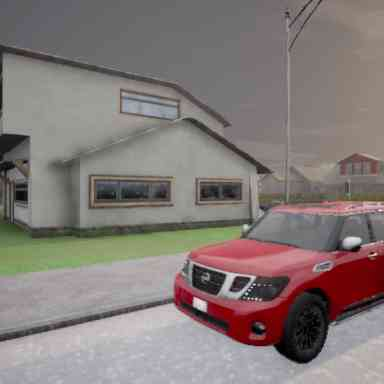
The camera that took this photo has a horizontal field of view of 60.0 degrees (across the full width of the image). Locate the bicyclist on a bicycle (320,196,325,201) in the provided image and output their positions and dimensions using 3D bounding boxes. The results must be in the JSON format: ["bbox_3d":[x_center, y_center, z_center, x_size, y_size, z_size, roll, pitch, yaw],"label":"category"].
[{"bbox_3d":[15.762,1.349,40.277,1.656,1.620,0.582,0,0,-35],"label":"bicyclist on a bicycle"}]

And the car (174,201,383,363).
[{"bbox_3d":[2.383,1.221,6.232,5.566,2.045,2.150,0,0,-35],"label":"car"}]

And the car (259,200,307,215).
[{"bbox_3d":[9.404,1.601,34.730,1.895,1.301,4.718,0,0,-35],"label":"car"}]
